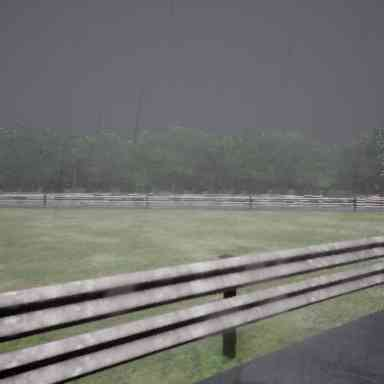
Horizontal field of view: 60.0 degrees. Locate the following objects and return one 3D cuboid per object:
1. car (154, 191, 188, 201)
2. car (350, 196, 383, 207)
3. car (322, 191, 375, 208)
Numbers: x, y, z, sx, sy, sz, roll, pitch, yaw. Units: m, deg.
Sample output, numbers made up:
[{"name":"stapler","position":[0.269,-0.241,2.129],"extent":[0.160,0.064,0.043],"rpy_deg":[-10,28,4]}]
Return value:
[{"name":"car","position":[-2.829,0.715,45.493],"extent":[4.553,1.767,2.097],"rpy_deg":[1,1,1]},{"name":"car","position":[24.217,1.245,45.018],"extent":[4.718,1.301,1.895],"rpy_deg":[0,1,1]},{"name":"car","position":[19.168,0.850,41.610],"extent":[5.566,2.045,2.150],"rpy_deg":[1,0,1]}]
